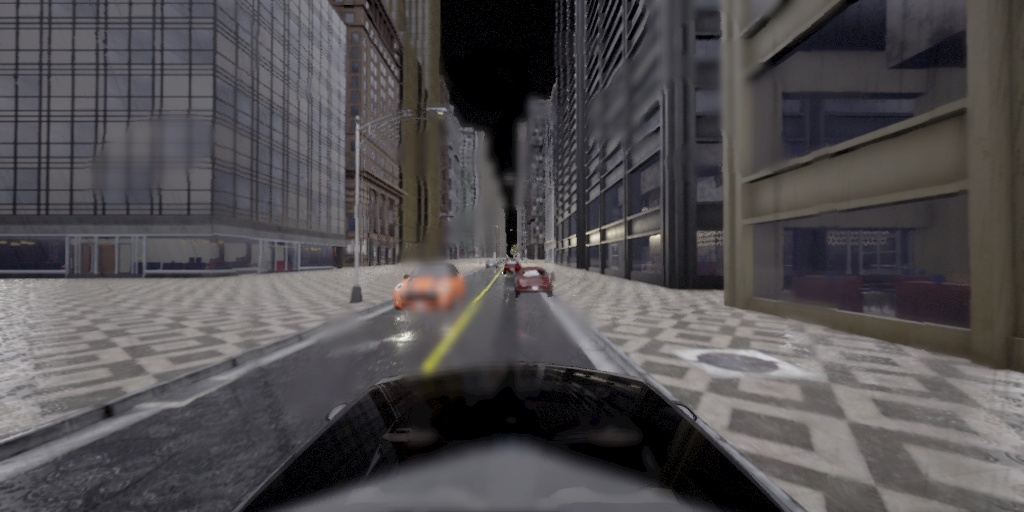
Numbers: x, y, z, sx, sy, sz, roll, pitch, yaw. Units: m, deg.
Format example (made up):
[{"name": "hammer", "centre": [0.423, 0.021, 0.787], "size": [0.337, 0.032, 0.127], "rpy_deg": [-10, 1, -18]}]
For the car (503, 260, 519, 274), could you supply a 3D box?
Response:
[{"name": "car", "centre": [0.044, 1.189, 40.137], "size": [1.882, 1.535, 5.008], "rpy_deg": [0, 0, 0]}]

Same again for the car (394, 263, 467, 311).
[{"name": "car", "centre": [-3.099, 1.089, 14.378], "size": [2.097, 1.767, 4.553], "rpy_deg": [0, 0, 0]}]

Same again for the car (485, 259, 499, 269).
[{"name": "car", "centre": [-3.064, 1.187, 55.448], "size": [2.128, 1.511, 4.902], "rpy_deg": [0, 0, 0]}]

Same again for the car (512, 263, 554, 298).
[{"name": "car", "centre": [1.049, 1.259, 18.350], "size": [1.812, 1.442, 4.674], "rpy_deg": [0, 0, 0]}]
